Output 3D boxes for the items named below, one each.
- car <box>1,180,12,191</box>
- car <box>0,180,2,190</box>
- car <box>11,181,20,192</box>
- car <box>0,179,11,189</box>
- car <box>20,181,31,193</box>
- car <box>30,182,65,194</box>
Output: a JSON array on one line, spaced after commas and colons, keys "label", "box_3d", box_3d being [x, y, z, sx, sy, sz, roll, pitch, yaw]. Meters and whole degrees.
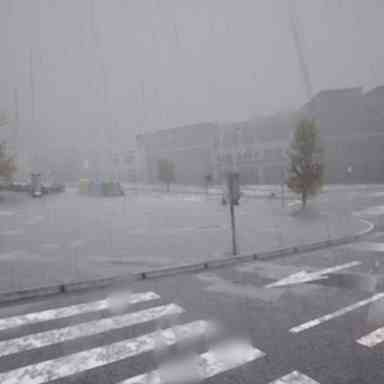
[{"label": "car", "box_3d": [-28.238, -1.037, 55.009, 2.097, 1.535, 5.008, 1, 6, 16]}, {"label": "car", "box_3d": [-30.674, -1.278, 56.650, 2.185, 1.767, 4.553, 0, 6, 15]}, {"label": "car", "box_3d": [-25.840, -0.873, 53.298, 2.002, 1.452, 4.674, 0, 6, 16]}, {"label": "car", "box_3d": [-35.543, -1.385, 60.005, 2.231, 1.521, 4.892, 1, 6, 14]}, {"label": "car", "box_3d": [-23.442, -0.786, 51.568, 2.231, 1.521, 4.892, 1, 6, 17]}, {"label": "car", "box_3d": [-21.080, -0.622, 49.779, 2.163, 1.488, 4.792, 1, 6, 17]}]
